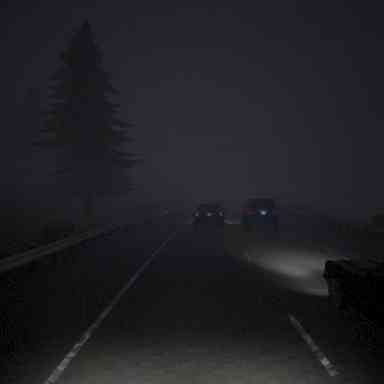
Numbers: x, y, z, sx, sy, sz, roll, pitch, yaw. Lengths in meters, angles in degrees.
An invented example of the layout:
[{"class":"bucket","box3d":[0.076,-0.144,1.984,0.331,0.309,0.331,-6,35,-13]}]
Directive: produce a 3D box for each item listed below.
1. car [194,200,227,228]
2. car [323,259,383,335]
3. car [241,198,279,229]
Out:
[{"class":"car","box3d":[1.324,1.590,24.325,2.097,1.767,4.553,0,-1,5]},{"class":"car","box3d":[3.705,1.655,5.067,1.895,1.301,4.718,0,-1,1]},{"class":"car","box3d":[4.756,1.458,23.716,2.150,2.045,5.566,0,-1,5]}]
